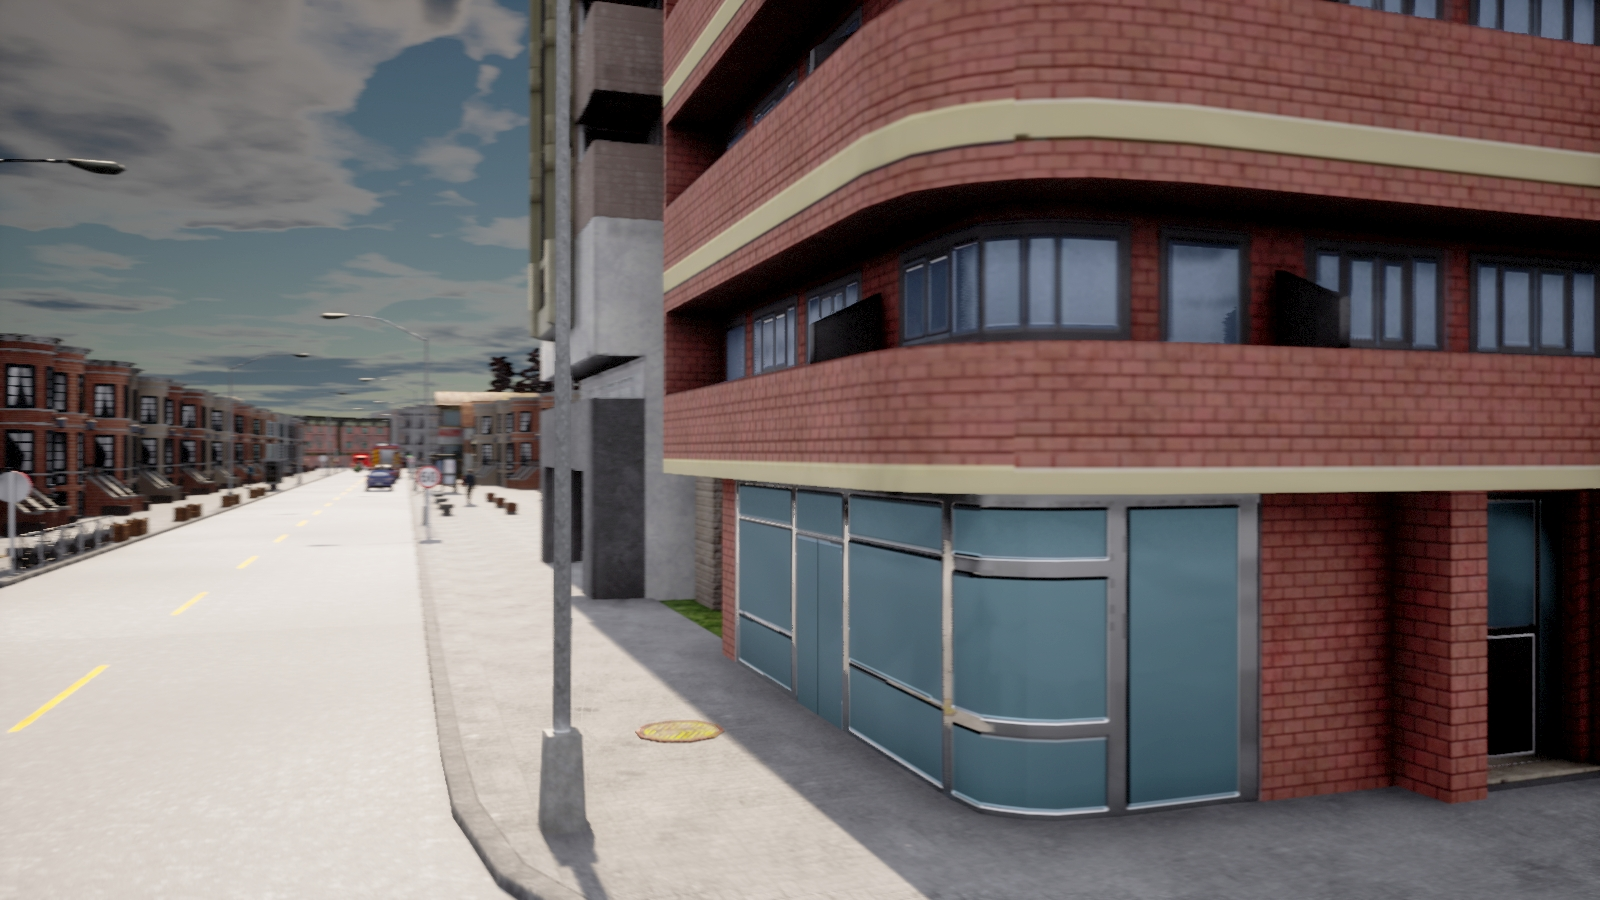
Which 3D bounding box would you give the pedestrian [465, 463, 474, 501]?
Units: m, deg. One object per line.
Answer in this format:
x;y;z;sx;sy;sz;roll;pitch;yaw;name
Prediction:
-16.430;1.600;56.830;0.375;1.860;0.375;0;0;-23;pedestrian
